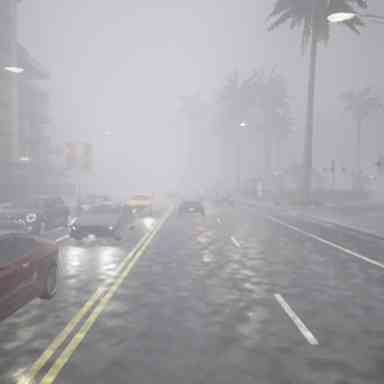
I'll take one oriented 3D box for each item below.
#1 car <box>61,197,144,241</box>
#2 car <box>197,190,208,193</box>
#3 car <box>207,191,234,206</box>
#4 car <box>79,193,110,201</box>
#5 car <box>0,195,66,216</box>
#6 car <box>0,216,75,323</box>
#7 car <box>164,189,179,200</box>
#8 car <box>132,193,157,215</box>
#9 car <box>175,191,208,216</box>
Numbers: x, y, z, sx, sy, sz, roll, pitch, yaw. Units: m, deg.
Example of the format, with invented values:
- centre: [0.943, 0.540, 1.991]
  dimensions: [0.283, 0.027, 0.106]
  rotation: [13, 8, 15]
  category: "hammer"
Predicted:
- centre: [-3.686, 1.171, 14.821]
  dimensions: [2.033, 1.411, 5.357]
  rotation: [0, 1, 0]
  category: "car"
- centre: [1.401, 0.376, 46.422]
  dimensions: [2.033, 1.411, 5.357]
  rotation: [0, 1, -13]
  category: "car"
- centre: [3.104, 0.715, 35.067]
  dimensions: [1.895, 1.301, 4.718]
  rotation: [0, 1, -4]
  category: "car"
- centre: [-7.282, 0.853, 25.232]
  dimensions: [2.128, 1.511, 4.902]
  rotation: [0, 1, -1]
  category: "car"
- centre: [-7.190, 0.968, 15.111]
  dimensions: [2.097, 1.767, 4.553]
  rotation: [0, 1, 0]
  category: "car"
- centre: [-3.629, 1.390, 5.253]
  dimensions: [1.812, 1.442, 4.674]
  rotation: [0, 1, 0]
  category: "car"
- centre: [-2.732, 0.312, 48.129]
  dimensions: [1.812, 1.442, 4.674]
  rotation: [0, 1, -15]
  category: "car"
- centre: [-3.766, 0.839, 25.233]
  dimensions: [1.882, 1.535, 5.008]
  rotation: [0, 1, 0]
  category: "car"
- centre: [-0.052, 0.909, 24.342]
  dimensions: [1.812, 1.442, 4.674]
  rotation: [0, 1, 0]
  category: "car"
